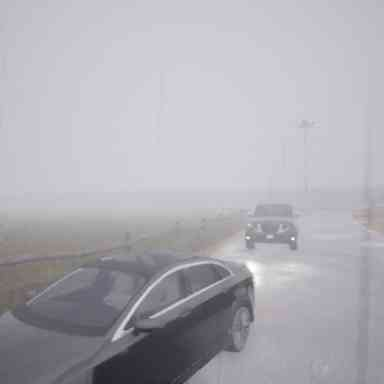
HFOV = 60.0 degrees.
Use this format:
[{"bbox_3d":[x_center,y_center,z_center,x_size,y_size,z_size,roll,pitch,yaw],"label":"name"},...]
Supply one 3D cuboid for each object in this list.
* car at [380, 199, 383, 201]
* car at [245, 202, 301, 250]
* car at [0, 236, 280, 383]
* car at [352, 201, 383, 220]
[{"bbox_3d":[24.645,1.759,41.412,2.150,2.045,5.566,-1,-1,4],"label":"car"},{"bbox_3d":[4.040,1.515,16.184,2.150,2.045,5.566,-1,-1,19],"label":"car"},{"bbox_3d":[-0.781,1.600,4.205,2.128,1.511,4.902,-2,-1,33],"label":"car"},{"bbox_3d":[17.830,1.928,32.811,5.008,1.535,1.882,0,-1,-32],"label":"car"}]
